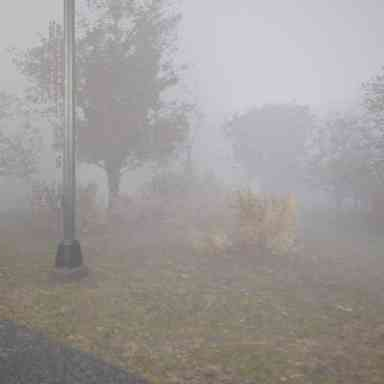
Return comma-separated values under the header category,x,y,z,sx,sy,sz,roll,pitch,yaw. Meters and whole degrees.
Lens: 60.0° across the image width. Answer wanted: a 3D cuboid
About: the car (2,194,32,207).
category,x,y,z,sx,sy,sz,roll,pitch,yaw
car,-28.079,1.446,54.762,2.150,2.045,5.566,0,2,36
